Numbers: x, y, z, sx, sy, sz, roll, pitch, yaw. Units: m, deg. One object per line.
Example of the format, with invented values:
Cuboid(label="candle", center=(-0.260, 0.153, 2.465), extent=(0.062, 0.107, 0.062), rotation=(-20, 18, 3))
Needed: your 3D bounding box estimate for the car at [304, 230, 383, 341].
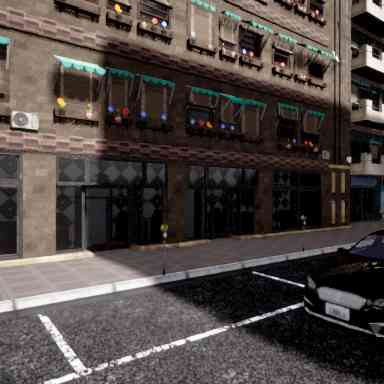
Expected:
Cuboid(label="car", center=(4.134, 1.493, 6.309), extent=(4.902, 1.511, 2.128), rotation=(0, 0, -35))
